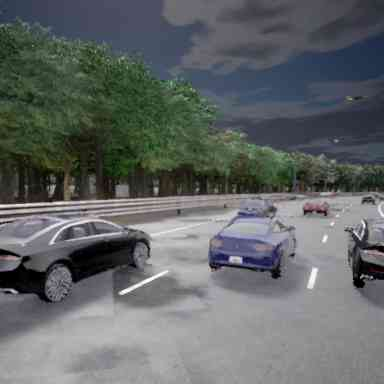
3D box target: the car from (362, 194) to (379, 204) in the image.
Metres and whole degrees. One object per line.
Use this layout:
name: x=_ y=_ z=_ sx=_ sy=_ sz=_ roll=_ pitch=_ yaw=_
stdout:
car: x=29.143 y=1.197 z=54.716 sx=1.837 sy=1.490 sz=4.892 roll=2 pitch=1 yaw=31

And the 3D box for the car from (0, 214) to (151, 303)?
car: x=-2.734 y=1.274 z=7.798 sx=2.128 sy=1.511 sz=4.902 roll=2 pitch=1 yaw=23

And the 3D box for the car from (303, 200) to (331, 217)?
car: x=10.916 y=1.331 z=28.829 sx=1.895 sy=1.301 sz=4.718 roll=2 pitch=1 yaw=27

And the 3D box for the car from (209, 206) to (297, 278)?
car: x=1.944 y=1.386 z=9.795 sx=1.812 sy=1.442 sz=4.674 roll=2 pitch=1 yaw=24

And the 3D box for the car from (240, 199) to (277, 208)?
car: x=5.043 y=1.209 z=24.859 sx=2.033 sy=1.411 sz=5.357 roll=2 pitch=1 yaw=26

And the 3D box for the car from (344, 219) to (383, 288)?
car: x=5.128 y=1.451 z=8.635 sx=2.128 sy=1.511 sz=4.902 roll=2 pitch=1 yaw=24

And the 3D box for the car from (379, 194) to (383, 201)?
car: x=41.889 y=1.143 z=74.434 sx=2.128 sy=1.511 sz=4.902 roll=2 pitch=1 yaw=35
